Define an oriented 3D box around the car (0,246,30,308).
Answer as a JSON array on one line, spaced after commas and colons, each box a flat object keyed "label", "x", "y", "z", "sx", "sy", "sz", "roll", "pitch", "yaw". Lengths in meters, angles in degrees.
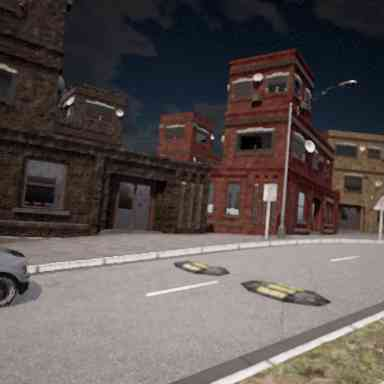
[{"label": "car", "x": -5.434, "y": 1.574, "z": 6.393, "sx": 4.181, "sy": 1.385, "sz": 1.994, "roll": 1, "pitch": 0, "yaw": -36}]
